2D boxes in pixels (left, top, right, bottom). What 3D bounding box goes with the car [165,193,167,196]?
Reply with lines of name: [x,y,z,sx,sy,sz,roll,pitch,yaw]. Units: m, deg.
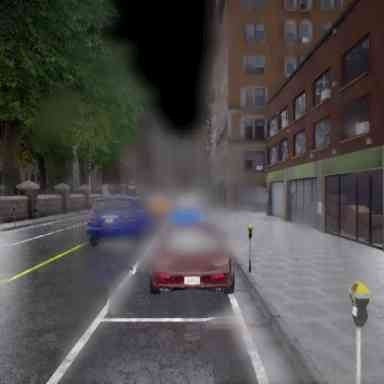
car: [-8.815,1.438,91.530,1.887,1.381,4.507,0,0,0]

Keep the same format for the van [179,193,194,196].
van: [-0.290,1.317,36.980,1.690,1.788,3.998,0,0,0]

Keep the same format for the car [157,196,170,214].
car: [-3.119,1.459,32.151,1.882,1.535,5.008,0,0,1]

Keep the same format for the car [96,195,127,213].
car: [-8.815,1.291,36.940,2.192,1.841,5.009,0,0,0]

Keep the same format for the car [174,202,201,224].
car: [-0.290,1.532,25.659,1.887,1.381,4.507,0,0,0]

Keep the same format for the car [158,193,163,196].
car: [-8.815,1.432,80.459,1.752,1.417,4.829,0,0,0]

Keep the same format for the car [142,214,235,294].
car: [0.004,1.523,8.650,1.812,1.442,4.674,0,0,0]

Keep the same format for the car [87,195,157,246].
car: [-3.136,1.220,15.495,2.150,2.045,5.566,0,0,0]

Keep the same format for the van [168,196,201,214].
van: [-0.290,1.333,19.998,1.690,1.788,3.998,0,0,0]

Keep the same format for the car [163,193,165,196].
car: [-8.815,1.450,86.079,2.008,1.369,4.403,0,0,0]
